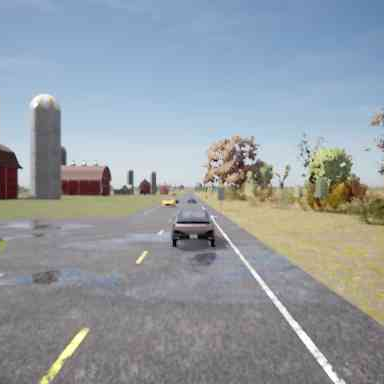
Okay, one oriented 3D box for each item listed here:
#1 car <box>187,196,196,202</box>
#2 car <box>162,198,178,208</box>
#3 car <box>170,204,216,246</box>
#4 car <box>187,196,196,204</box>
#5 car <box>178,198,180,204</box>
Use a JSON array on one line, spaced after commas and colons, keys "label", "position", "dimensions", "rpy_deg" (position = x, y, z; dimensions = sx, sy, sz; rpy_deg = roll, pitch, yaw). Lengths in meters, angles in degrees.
[{"label": "car", "position": [-0.049, 1.677, 81.296], "dimensions": [2.033, 1.411, 5.357], "rpy_deg": [0, 0, 0]}, {"label": "car", "position": [-3.609, 1.645, 52.265], "dimensions": [1.882, 1.535, 5.008], "rpy_deg": [0, 0, 0]}, {"label": "car", "position": [0.076, 1.542, 15.496], "dimensions": [2.128, 1.511, 4.902], "rpy_deg": [0, 0, 0]}, {"label": "car", "position": [-0.043, 1.743, 71.295], "dimensions": [1.812, 1.442, 4.674], "rpy_deg": [0, 0, 0]}, {"label": "car", "position": [-3.541, 1.811, 68.018], "dimensions": [1.895, 1.301, 4.718], "rpy_deg": [0, 0, 0]}]
